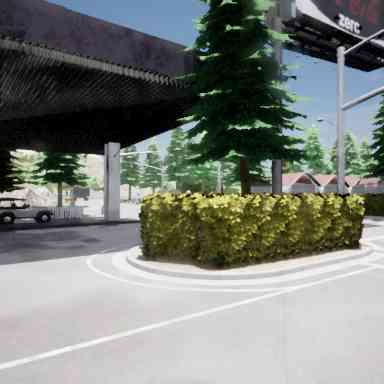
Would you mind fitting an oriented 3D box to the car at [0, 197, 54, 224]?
[{"bbox_3d":[-11.983,1.312,23.471,3.866,1.878,1.905,0,0,-36],"label":"car"}]
